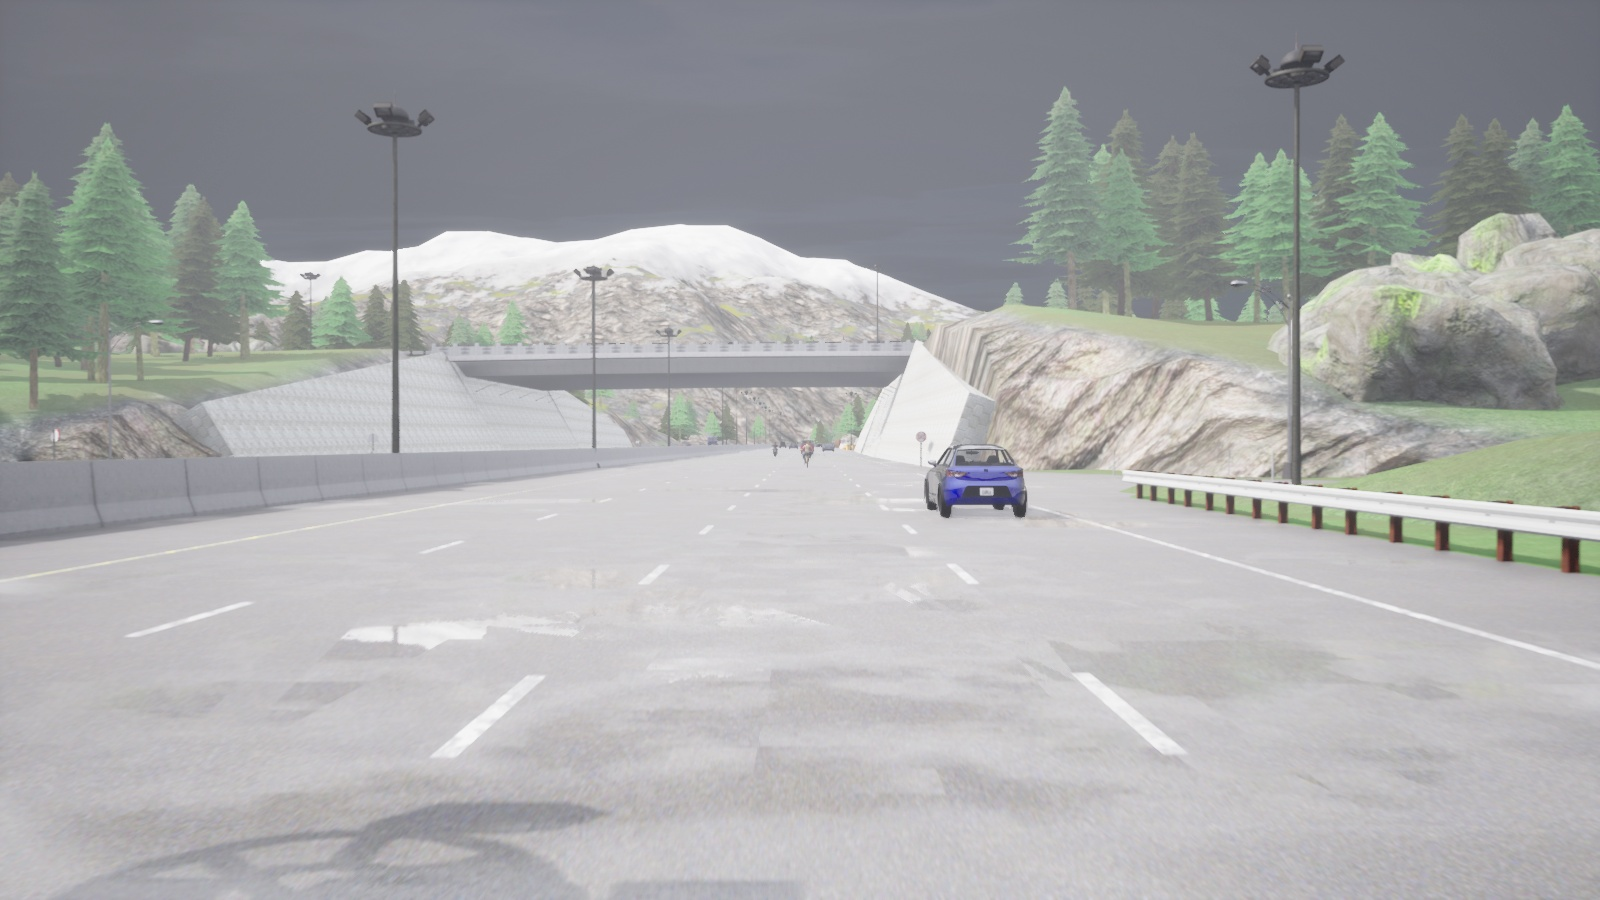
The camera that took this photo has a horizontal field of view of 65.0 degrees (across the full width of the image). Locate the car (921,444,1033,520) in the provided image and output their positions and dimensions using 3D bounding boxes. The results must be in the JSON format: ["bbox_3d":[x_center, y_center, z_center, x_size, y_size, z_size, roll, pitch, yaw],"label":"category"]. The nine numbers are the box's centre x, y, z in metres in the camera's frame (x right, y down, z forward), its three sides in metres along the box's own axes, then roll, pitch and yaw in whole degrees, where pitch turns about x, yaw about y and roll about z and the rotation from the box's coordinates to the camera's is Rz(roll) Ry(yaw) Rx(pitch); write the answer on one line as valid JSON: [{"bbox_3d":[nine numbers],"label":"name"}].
[{"bbox_3d":[3.667,0.613,26.655,1.816,1.474,4.193,0,0,0],"label":"car"}]
